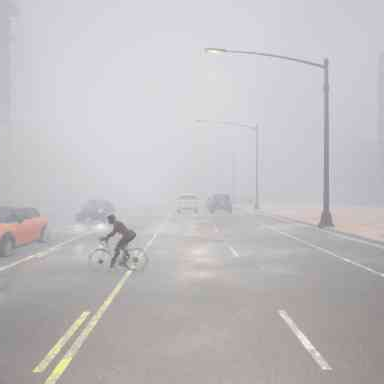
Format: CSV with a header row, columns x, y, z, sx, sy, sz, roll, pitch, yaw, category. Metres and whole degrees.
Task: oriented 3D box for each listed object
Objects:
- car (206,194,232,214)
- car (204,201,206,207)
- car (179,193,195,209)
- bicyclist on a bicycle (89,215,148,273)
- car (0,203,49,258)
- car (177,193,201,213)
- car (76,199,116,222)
x,y,z,sx,sy,sz,roll,pitch,yaw,category
3.014,1.221,36.092,2.150,2.045,5.566,0,0,-1,car
2.805,1.547,46.747,2.033,1.411,5.357,0,0,-1,car
-0.683,1.221,47.536,2.150,2.045,5.566,0,0,-1,car
-2.074,1.454,9.294,1.656,1.620,0.582,-1,0,-1,bicyclist on a bicycle
-7.284,1.352,12.673,2.097,1.767,4.553,0,0,-1,car
-0.500,1.221,36.943,2.150,2.045,5.566,0,0,-1,car
-7.419,1.351,25.958,2.097,1.767,4.553,0,0,-1,car
